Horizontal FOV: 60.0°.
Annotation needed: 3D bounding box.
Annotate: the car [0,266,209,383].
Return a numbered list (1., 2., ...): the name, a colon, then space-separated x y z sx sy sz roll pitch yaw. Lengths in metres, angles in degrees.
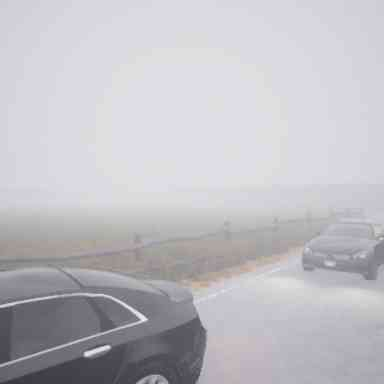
1. car: -2.043 1.549 2.836 4.892 1.490 1.837 0 -1 -39

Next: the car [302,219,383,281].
1. car: 5.066 1.616 10.462 1.812 1.442 4.674 -1 -1 40
